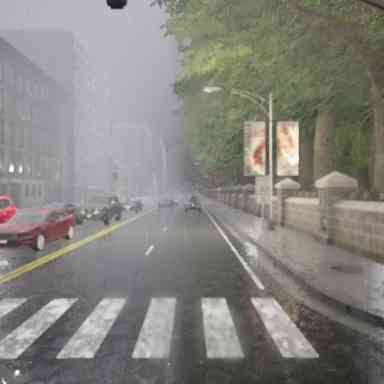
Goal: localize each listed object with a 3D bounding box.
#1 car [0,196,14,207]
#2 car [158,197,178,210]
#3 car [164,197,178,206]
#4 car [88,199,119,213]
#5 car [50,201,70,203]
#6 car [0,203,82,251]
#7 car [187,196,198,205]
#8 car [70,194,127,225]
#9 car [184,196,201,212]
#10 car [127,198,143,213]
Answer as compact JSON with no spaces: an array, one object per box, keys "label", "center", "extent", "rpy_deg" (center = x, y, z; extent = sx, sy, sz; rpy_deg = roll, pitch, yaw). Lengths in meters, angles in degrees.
[{"label":"car","center":[-9.849,1.209,14.636],"extent":[2.150,2.045,5.566],"rpy_deg":[0,0,-1]},{"label":"car","center":[-3.248,1.426,42.486],"extent":[2.128,1.511,4.902],"rpy_deg":[0,0,0]},{"label":"car","center":[-3.248,1.515,52.931],"extent":[1.895,1.301,4.718],"rpy_deg":[0,0,0]},{"label":"car","center":[-9.807,1.496,37.245],"extent":[2.033,1.411,5.357],"rpy_deg":[0,0,1]},{"label":"car","center":[-9.827,1.448,24.452],"extent":[1.882,1.535,5.008],"rpy_deg":[0,0,0]},{"label":"car","center":[-6.587,1.463,14.139],"extent":[1.882,1.535,5.008],"rpy_deg":[0,0,0]},{"label":"car","center":[0.093,1.404,57.277],"extent":[1.837,1.490,4.892],"rpy_deg":[0,-1,0]},{"label":"car","center":[-6.575,1.190,24.080],"extent":[2.150,2.045,5.566],"rpy_deg":[0,0,1]},{"label":"car","center":[0.100,1.487,37.900],"extent":[2.033,1.411,5.357],"rpy_deg":[0,0,0]},{"label":"car","center":[-6.560,1.438,36.492],"extent":[2.128,1.511,4.902],"rpy_deg":[0,0,0]}]
